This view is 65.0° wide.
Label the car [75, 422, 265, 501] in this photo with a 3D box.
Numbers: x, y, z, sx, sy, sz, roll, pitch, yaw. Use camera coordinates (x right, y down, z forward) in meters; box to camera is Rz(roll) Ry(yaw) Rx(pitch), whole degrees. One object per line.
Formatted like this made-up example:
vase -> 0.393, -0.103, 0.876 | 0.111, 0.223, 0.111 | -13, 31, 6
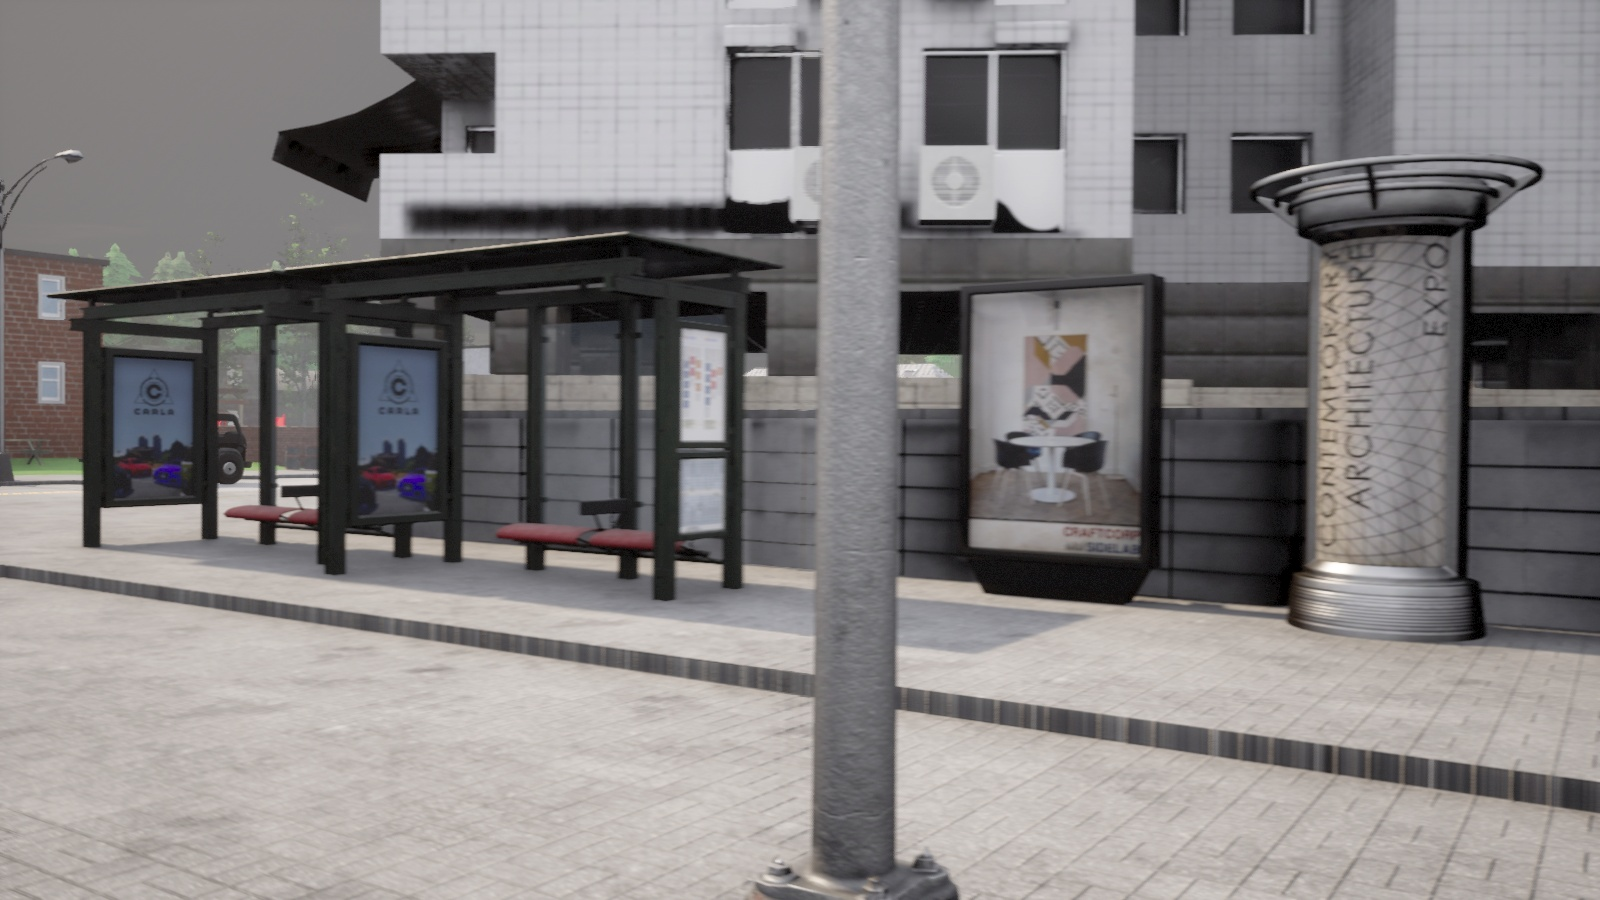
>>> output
car -> -15.977, 0.235, 32.013 | 1.905, 1.878, 3.866 | 0, 1, 34
